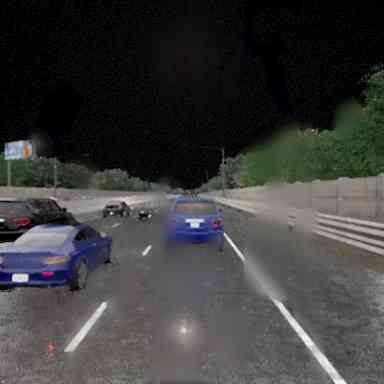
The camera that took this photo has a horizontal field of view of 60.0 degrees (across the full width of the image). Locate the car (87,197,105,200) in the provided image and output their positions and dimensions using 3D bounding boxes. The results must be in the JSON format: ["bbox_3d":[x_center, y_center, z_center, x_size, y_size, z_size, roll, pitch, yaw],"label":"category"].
[{"bbox_3d":[-17.504,1.694,62.538,2.128,1.511,4.902,0,0,0],"label":"car"}]

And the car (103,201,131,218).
[{"bbox_3d":[-6.899,1.575,30.969,1.837,1.490,4.892,0,0,0],"label":"car"}]

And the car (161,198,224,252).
[{"bbox_3d":[0.101,1.246,14.243,2.150,2.045,5.566,0,0,0],"label":"car"}]

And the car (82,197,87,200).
[{"bbox_3d":[-21.004,1.694,62.538,2.128,1.511,4.902,0,0,0],"label":"car"}]

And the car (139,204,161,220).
[{"bbox_3d":[-3.399,1.665,29.186,1.895,1.301,4.718,0,0,0],"label":"car"}]

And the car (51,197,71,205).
[{"bbox_3d":[-24.501,1.751,62.388,1.994,1.385,4.181,0,0,0],"label":"car"}]

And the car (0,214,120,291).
[{"bbox_3d":[-3.405,1.540,8.900,1.812,1.442,4.674,0,0,0],"label":"car"}]

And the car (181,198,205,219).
[{"bbox_3d":[0.101,1.420,30.583,2.097,1.767,4.553,0,0,0],"label":"car"}]

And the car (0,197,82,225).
[{"bbox_3d":[-6.899,1.247,14.361,2.150,2.045,5.566,0,0,0],"label":"car"}]
